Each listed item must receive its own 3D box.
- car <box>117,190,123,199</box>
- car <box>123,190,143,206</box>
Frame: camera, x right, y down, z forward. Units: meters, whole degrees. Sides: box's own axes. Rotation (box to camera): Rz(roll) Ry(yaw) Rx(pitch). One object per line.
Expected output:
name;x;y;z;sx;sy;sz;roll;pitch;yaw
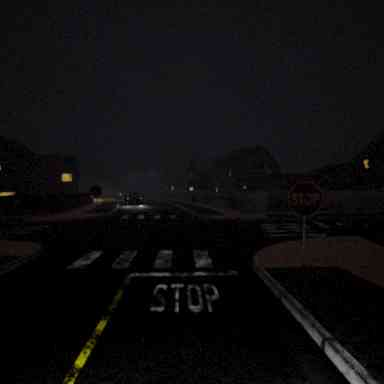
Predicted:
car;-13.102;0.355;63.319;2.097;1.767;4.553;-1;1;-19
car;-7.264;0.719;41.683;2.097;1.767;4.553;-1;1;-12
